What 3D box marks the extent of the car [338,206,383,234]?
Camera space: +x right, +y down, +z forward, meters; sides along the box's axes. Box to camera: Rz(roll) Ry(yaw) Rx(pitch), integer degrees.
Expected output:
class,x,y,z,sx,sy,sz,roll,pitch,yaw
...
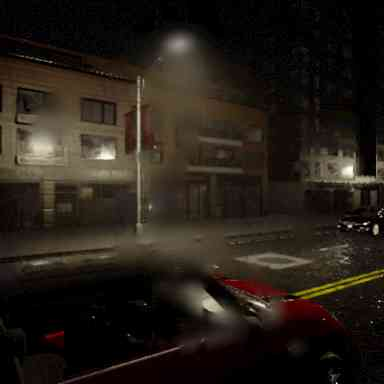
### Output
class,x,y,z,sx,sy,sz,roll,pitch,yaw
car,10.336,1.583,19.050,4.892,1.490,1.837,0,0,-35

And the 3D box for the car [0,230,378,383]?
class,x,y,z,sx,sy,sz,roll,pitch,yaw
car,-0.474,1.356,3.100,4.553,1.767,2.097,0,0,-36
